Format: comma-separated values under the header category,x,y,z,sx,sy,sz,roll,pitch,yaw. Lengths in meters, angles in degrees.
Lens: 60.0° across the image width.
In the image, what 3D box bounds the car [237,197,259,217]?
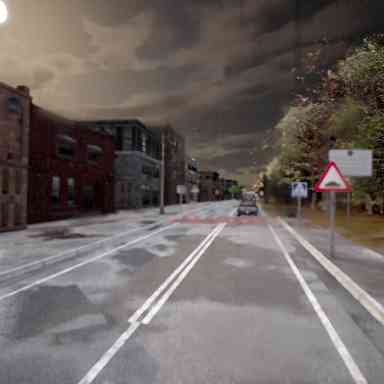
category,x,y,z,sx,sy,sz,roll,pitch,yaw
car,5.279,1.553,31.386,2.128,1.511,4.902,1,0,10

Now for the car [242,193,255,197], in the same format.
category,x,y,z,sx,sy,sz,roll,pitch,yaw
car,9.086,1.274,52.936,2.150,2.045,5.566,0,-1,10
